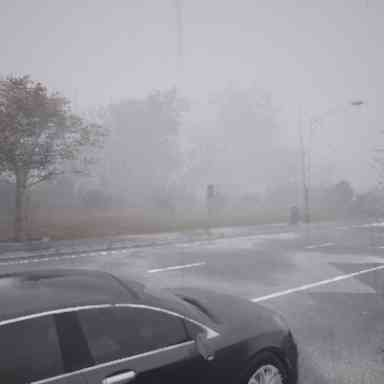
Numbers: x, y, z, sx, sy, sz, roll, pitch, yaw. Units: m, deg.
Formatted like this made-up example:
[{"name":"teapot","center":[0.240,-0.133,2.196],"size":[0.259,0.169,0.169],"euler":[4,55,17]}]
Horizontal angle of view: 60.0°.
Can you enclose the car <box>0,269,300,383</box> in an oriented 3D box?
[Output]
[{"name":"car","center":[-1.047,1.508,2.999],"size":[4.892,1.490,1.837],"euler":[0,0,-35]}]
